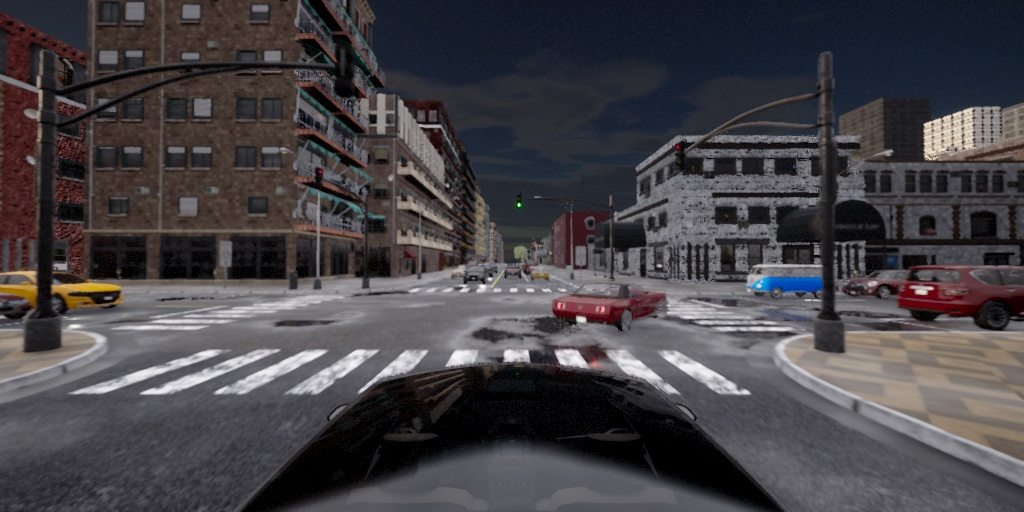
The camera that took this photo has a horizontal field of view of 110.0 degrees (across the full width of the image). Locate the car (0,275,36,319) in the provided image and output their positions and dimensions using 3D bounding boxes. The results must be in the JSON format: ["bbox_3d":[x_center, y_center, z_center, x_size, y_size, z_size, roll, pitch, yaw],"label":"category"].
[{"bbox_3d":[-17.468,1.374,10.896,4.207,1.307,1.802,0,0,0],"label":"car"}]

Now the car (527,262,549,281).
[{"bbox_3d":[2.685,1.647,35.046,1.751,1.417,4.829,0,0,0],"label":"car"}]

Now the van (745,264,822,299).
[{"bbox_3d":[14.894,1.352,19.357,3.998,1.789,1.690,0,0,0],"label":"van"}]

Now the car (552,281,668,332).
[{"bbox_3d":[3.331,1.456,11.393,1.895,1.301,4.718,-1,-1,41],"label":"car"}]

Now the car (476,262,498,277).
[{"bbox_3d":[-3.088,1.751,41.948,2.033,1.411,5.357,0,-1,0],"label":"car"}]

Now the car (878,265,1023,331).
[{"bbox_3d":[14.918,1.198,10.978,5.009,1.841,2.192,0,0,0],"label":"car"}]

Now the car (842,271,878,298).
[{"bbox_3d":[20.418,1.469,19.371,4.097,1.591,1.967,0,0,0],"label":"car"}]

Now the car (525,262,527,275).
[{"bbox_3d":[2.684,1.832,45.954,1.802,1.307,4.207,0,0,0],"label":"car"}]

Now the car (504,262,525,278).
[{"bbox_3d":[0.094,1.688,41.330,2.128,1.511,4.902,0,-1,0],"label":"car"}]

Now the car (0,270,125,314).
[{"bbox_3d":[-17.682,1.308,13.494,5.008,1.535,1.882,0,-1,0],"label":"car"}]

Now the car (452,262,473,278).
[{"bbox_3d":[-5.696,1.711,40.243,1.751,1.417,4.829,0,0,0],"label":"car"}]

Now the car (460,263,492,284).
[{"bbox_3d":[-3.100,1.586,31.386,1.837,1.490,4.892,0,-1,0],"label":"car"}]
